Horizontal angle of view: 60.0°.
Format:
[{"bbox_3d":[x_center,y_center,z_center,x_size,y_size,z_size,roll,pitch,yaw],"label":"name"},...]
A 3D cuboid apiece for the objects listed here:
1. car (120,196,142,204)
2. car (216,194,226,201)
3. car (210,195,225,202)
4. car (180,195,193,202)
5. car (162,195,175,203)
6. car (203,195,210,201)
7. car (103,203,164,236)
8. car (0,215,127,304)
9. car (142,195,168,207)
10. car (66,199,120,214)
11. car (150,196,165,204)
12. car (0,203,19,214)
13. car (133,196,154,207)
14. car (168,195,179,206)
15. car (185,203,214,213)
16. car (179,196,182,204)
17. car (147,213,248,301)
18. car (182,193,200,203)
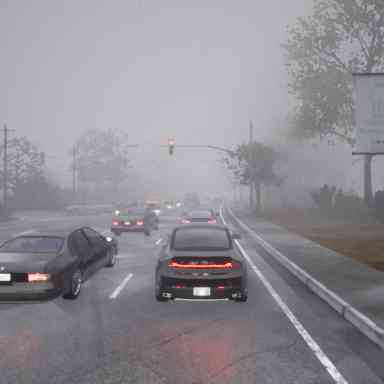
[{"bbox_3d":[-8.557,1.352,44.333,2.097,1.767,4.553,0,0,5],"label":"car"},{"bbox_3d":[7.525,1.393,85.393,2.128,1.511,4.902,0,0,10],"label":"car"},{"bbox_3d":[5.848,1.519,75.269,1.812,1.442,4.674,0,0,9],"label":"car"},{"bbox_3d":[-1.236,1.524,75.280,2.128,1.511,4.902,0,0,9],"label":"car"},{"bbox_3d":[-5.060,1.500,73.368,1.837,1.490,4.892,0,0,8],"label":"car"},{"bbox_3d":[3.991,1.500,85.495,1.837,1.490,4.892,0,0,10],"label":"car"},{"bbox_3d":[-3.015,1.547,18.432,2.033,1.411,5.357,0,0,2],"label":"car"},{"bbox_3d":[-3.298,1.547,8.365,2.033,1.411,5.357,0,0,1],"label":"car"},{"bbox_3d":[-4.959,1.478,45.322,1.882,1.535,5.008,0,0,5],"label":"car"},{"bbox_3d":[-10.259,1.601,34.218,4.718,1.301,1.895,0,0,-3],"label":"car"},{"bbox_3d":[-6.493,1.526,63.159,1.812,1.442,4.674,0,0,8],"label":"car"},{"bbox_3d":[-20.607,1.602,34.421,4.718,1.301,1.895,0,0,6],"label":"car"},{"bbox_3d":[-7.679,1.491,53.280,2.128,1.511,4.902,0,0,6],"label":"car"},{"bbox_3d":[-3.948,1.564,55.206,1.994,1.385,4.181,0,0,6],"label":"car"},{"bbox_3d":[0.458,1.526,17.530,1.812,1.442,4.674,0,0,4],"label":"car"},{"bbox_3d":[-2.704,1.491,65.114,2.128,1.511,4.902,0,0,8],"label":"car"},{"bbox_3d":[0.214,1.505,8.283,1.837,1.490,4.892,0,0,1],"label":"car"},{"bbox_3d":[0.086,1.221,57.933,2.150,2.045,5.566,0,0,7],"label":"car"}]
